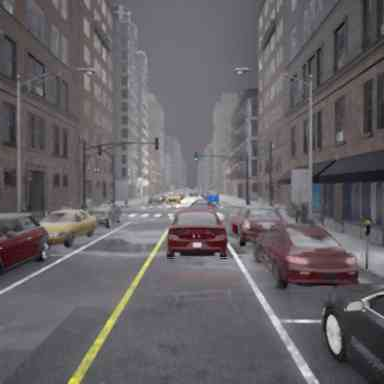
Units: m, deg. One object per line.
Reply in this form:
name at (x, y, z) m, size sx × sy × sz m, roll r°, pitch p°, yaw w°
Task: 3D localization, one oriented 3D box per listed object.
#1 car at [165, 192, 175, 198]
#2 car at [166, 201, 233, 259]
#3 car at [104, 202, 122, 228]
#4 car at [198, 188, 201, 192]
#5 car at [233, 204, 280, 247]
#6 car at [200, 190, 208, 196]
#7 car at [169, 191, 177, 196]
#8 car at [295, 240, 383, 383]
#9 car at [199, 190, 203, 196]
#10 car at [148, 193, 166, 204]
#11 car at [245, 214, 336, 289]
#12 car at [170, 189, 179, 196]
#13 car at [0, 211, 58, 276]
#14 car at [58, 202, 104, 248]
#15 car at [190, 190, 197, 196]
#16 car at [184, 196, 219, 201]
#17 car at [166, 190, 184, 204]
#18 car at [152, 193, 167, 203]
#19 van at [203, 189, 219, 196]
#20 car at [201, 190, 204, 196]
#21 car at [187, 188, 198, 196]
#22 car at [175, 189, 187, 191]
car at (-4.994, 0.589, 75.089) m, size 1.947 × 1.339 × 4.313 m, roll 0°, pitch 1°, yaw 0°
car at (0.165, 1.322, 11.979) m, size 1.882 × 1.535 × 5.008 m, roll 0°, pitch 1°, yaw 0°
car at (-5.287, 1.298, 19.603) m, size 2.008 × 1.369 × 4.403 m, roll 0°, pitch 1°, yaw 0°
car at (3.031, 0.338, 75.050) m, size 2.192 × 1.841 × 5.009 m, roll 0°, pitch 1°, yaw 0°
car at (2.709, 1.257, 14.050) m, size 1.967 × 1.590 × 4.097 m, roll 0°, pitch 1°, yaw 0°
car at (3.091, 0.308, 86.412) m, size 1.967 × 1.590 × 4.097 m, roll 0°, pitch 1°, yaw 0°
car at (-4.934, 0.434, 86.451) m, size 1.947 × 1.339 × 4.313 m, roll 0°, pitch 1°, yaw 0°
car at (2.651, 1.510, 3.015) m, size 2.008 × 1.369 × 4.403 m, roll 0°, pitch 1°, yaw 0°
car at (3.001, 0.682, 69.372) m, size 1.802 × 1.307 × 4.206 m, roll 0°, pitch 1°, yaw 0°
car at (-5.144, 0.948, 46.682) m, size 2.008 × 1.369 × 4.403 m, roll 0°, pitch 1°, yaw 0°
car at (2.680, 1.470, 8.534) m, size 1.802 × 1.307 × 4.206 m, roll 0°, pitch 1°, yaw 0°
car at (-4.904, 0.106, 92.129) m, size 2.192 × 1.841 × 5.009 m, roll 0°, pitch 1°, yaw 0°
car at (-5.345, 1.329, 8.567) m, size 1.967 × 1.590 × 4.097 m, roll 0°, pitch 1°, yaw 0°
car at (-5.317, 1.345, 13.915) m, size 1.752 × 1.417 × 4.829 m, roll 0°, pitch 1°, yaw 0°
car at (0.455, 0.283, 86.788) m, size 1.882 × 1.535 × 5.008 m, roll 0°, pitch 1°, yaw 0°
car at (0.859, 1.233, 25.575) m, size 1.994 × 1.385 × 4.181 m, roll 0°, pitch 1°, yaw 9°
car at (-2.587, 0.871, 46.950) m, size 1.882 × 1.535 × 5.008 m, roll 0°, pitch 1°, yaw 1°
car at (-5.114, 0.868, 52.363) m, size 1.887 × 1.381 × 4.507 m, roll 0°, pitch 1°, yaw 0°
van at (2.881, 0.738, 46.646) m, size 1.690 × 1.788 × 3.998 m, roll 0°, pitch 1°, yaw 0°
car at (2.941, 0.832, 58.010) m, size 1.802 × 1.307 × 4.206 m, roll 0°, pitch 1°, yaw 0°
car at (0.402, 0.351, 76.757) m, size 2.097 × 1.767 × 4.553 m, roll 0°, pitch 1°, yaw 0°
car at (-2.417, 0.662, 66.637) m, size 1.812 × 1.442 × 4.674 m, roll 0°, pitch 1°, yaw 1°
